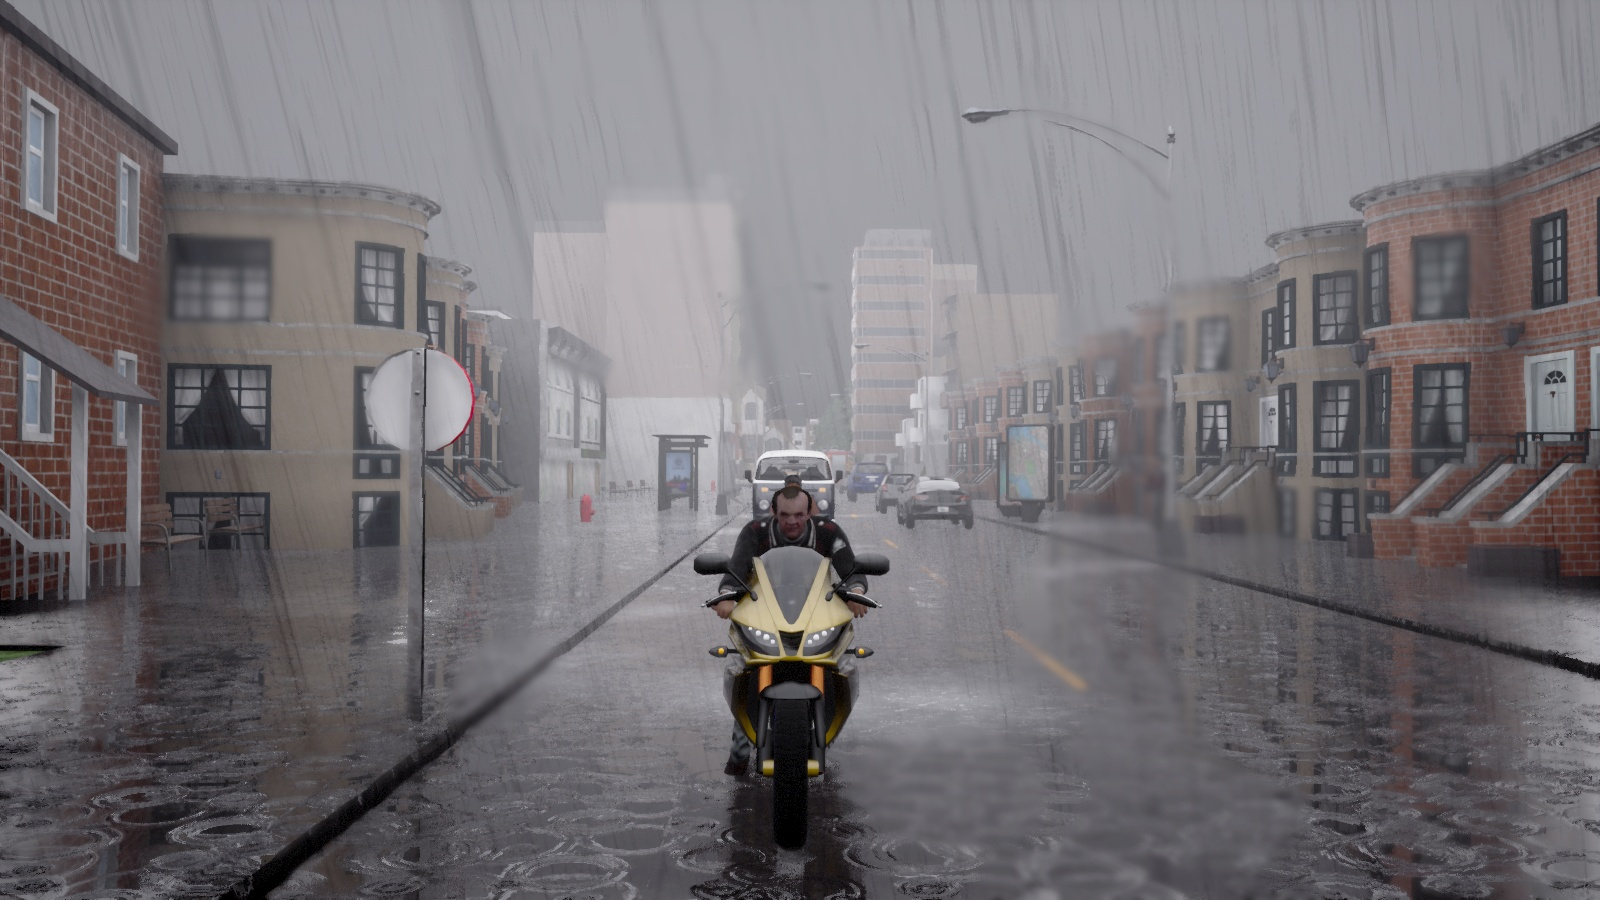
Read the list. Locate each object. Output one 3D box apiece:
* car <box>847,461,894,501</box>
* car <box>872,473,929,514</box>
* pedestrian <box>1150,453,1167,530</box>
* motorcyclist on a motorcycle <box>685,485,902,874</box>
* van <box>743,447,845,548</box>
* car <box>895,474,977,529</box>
[{"bbox_3d":[3.690,1.639,66.853,2.150,2.045,5.566,0,-1,0],"label":"car"},{"bbox_3d":[3.779,1.612,47.682,1.845,1.501,3.633,0,-1,0],"label":"car"},{"bbox_3d":[8.738,1.002,30.630,0.376,1.854,0.720,0,-1,16],"label":"pedestrian"},{"bbox_3d":[-0.034,0.953,6.143,0.866,1.530,2.191,0,-1,0],"label":"motorcyclist on a motorcycle"},{"bbox_3d":[-0.133,1.002,27.690,2.069,2.038,4.480,0,-1,0],"label":"van"},{"bbox_3d":[3.832,1.428,35.974,1.812,1.442,4.674,0,-1,0],"label":"car"}]
